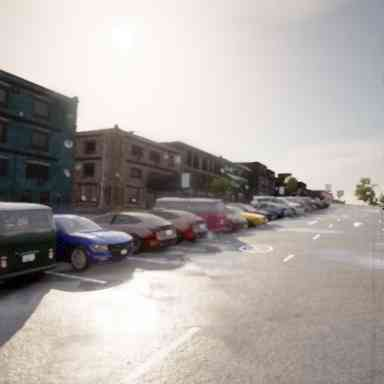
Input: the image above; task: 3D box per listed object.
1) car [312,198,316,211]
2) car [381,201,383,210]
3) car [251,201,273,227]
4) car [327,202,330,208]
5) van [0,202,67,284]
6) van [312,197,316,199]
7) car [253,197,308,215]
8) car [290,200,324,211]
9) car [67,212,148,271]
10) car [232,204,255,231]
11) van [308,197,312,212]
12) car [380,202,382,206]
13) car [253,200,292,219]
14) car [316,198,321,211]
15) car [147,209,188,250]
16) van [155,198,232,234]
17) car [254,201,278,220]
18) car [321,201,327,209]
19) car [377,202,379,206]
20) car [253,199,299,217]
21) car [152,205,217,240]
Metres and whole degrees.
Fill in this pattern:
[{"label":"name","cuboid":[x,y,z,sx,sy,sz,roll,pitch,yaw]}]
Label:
[{"label":"car","cuboid":[13.023,1.935,43.144,4.892,1.521,2.231,1,-1,28]},{"label":"car","cuboid":[23.108,2.006,34.659,5.366,1.575,1.946,1,-1,28]},{"label":"car","cuboid":[2.586,1.635,23.300,5.366,1.575,1.946,1,0,28]},{"label":"car","cuboid":[21.029,1.948,57.937,5.566,2.045,2.435,1,-1,28]},{"label":"van","cuboid":[-5.634,1.226,8.626,4.442,1.987,1.878,1,0,28]},{"label":"van","cuboid":[14.257,1.747,45.668,4.442,1.987,1.878,1,-1,28]},{"label":"car","cuboid":[9.079,1.564,35.721,5.566,2.045,2.435,1,-1,28]},{"label":"car","cuboid":[18.347,2.100,53.013,4.892,1.521,2.231,1,-1,28]},{"label":"car","cuboid":[-4.212,1.483,11.042,5.008,1.535,2.097,1,0,28]},{"label":"car","cuboid":[1.121,1.635,20.904,4.792,1.488,2.163,1,0,28]},{"label":"van","cuboid":[11.808,1.669,40.619,4.442,1.987,1.878,1,-1,28]},{"label":"car","cuboid":[32.513,2.312,51.731,5.008,1.535,2.097,1,-1,28]},{"label":"car","cuboid":[6.373,1.767,30.808,4.792,1.488,2.163,1,0,28]},{"label":"car","cuboid":[15.658,1.887,48.096,4.553,1.767,2.185,1,-1,28]},{"label":"car","cuboid":[-2.908,1.543,13.523,4.792,1.488,2.163,1,0,28]},{"label":"van","cuboid":[-0.330,1.348,18.505,4.442,1.987,1.878,1,0,28]},{"label":"car","cuboid":[3.742,1.668,25.857,5.008,1.535,2.097,1,0,28]},{"label":"car","cuboid":[17.040,1.805,50.535,5.566,2.045,2.435,1,-1,28]},{"label":"car","cuboid":[48.670,3.135,81.697,4.674,1.452,2.002,1,-1,28]},{"label":"car","cuboid":[7.718,1.776,33.262,4.892,1.521,2.231,1,-1,28]},{"label":"car","cuboid":[-1.582,1.574,15.992,4.792,1.488,2.163,1,0,28]}]
